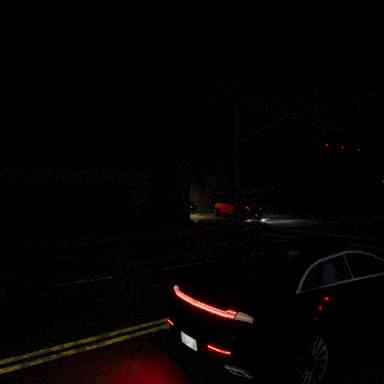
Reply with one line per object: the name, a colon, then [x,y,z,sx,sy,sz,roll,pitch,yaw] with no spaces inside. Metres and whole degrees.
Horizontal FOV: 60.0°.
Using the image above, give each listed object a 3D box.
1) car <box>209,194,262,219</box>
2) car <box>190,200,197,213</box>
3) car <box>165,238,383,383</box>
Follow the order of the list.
car: [4.011,1.352,29.287,2.097,1.767,4.553,0,0,-37]
car: [-1.722,1.221,36.978,2.150,2.045,5.566,0,0,-37]
car: [1.942,1.492,5.209,4.902,1.511,2.128,0,0,-35]
